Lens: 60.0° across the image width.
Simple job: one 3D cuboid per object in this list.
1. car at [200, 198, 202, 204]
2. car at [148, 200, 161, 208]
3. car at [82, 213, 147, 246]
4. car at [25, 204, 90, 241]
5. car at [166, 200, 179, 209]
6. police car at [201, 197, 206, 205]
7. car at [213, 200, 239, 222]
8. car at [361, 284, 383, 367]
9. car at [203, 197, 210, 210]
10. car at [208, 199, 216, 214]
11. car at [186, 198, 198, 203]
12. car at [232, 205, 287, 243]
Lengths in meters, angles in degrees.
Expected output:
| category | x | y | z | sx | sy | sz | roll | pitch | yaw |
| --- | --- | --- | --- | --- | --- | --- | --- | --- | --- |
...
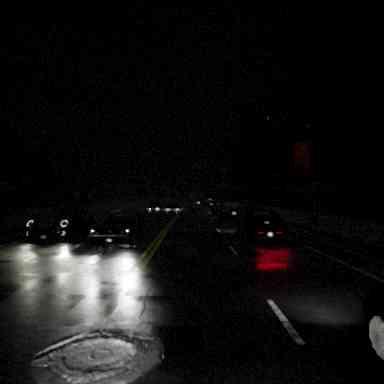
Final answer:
| category | x | y | z | sx | sy | sz | roll | pitch | yaw |
| --- | --- | --- | --- | --- | --- | --- | --- | --- | --- |
| car | 3.249 | 2.302 | 72.166 | 1.837 | 1.490 | 4.892 | 0 | -1 | 0 |
| car | -6.541 | 2.131 | 58.495 | 2.033 | 1.411 | 5.357 | 0 | -1 | 1 |
| car | -3.348 | 1.675 | 15.706 | 1.895 | 1.301 | 4.718 | 0 | 0 | 0 |
| car | -6.599 | 1.435 | 17.031 | 2.097 | 1.767 | 4.553 | 0 | 0 | 0 |
| car | -3.308 | 2.038 | 56.913 | 1.882 | 1.535 | 5.008 | 0 | -1 | 0 |
| police car | 3.249 | 2.051 | 61.271 | 1.930 | 1.638 | 5.238 | 0 | -1 | 0 |
| car | 3.250 | 1.698 | 28.171 | 2.163 | 1.488 | 4.792 | 0 | -1 | 0 |
| car | 3.352 | 1.514 | 2.857 | 1.837 | 1.490 | 4.892 | 0 | 0 | 0 |
| car | 3.250 | 1.958 | 50.153 | 2.128 | 1.511 | 4.902 | 0 | -1 | 0 |
| car | 3.250 | 1.889 | 39.146 | 1.994 | 1.385 | 4.181 | 0 | -1 | 0 |
| car | -0.001 | 2.476 | 92.122 | 1.812 | 1.442 | 4.674 | 0 | -1 | 0 |
| car | 3.351 | 1.586 | 16.659 | 1.837 | 1.490 | 4.892 | 0 | -1 | 0 |
